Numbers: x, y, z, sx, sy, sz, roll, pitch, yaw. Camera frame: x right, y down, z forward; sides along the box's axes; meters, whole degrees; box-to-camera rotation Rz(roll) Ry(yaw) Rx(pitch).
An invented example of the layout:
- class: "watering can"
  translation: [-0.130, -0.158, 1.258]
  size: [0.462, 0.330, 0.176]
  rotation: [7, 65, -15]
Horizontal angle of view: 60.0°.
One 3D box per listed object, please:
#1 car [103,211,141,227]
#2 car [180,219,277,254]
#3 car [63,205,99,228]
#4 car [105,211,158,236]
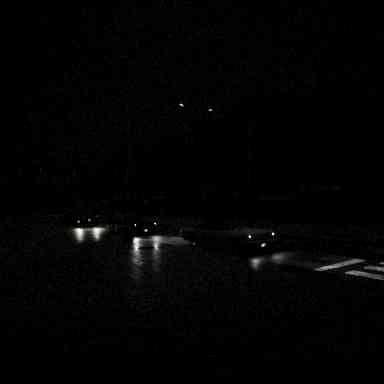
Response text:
- class: "car"
  translation: [-6.785, 2.537, 31.943]
  size: [1.994, 1.385, 4.181]
  rotation: [0, -2, -36]
- class: "car"
  translation: [1.545, 1.921, 15.290]
  size: [1.895, 1.301, 4.718]
  rotation: [0, -2, -38]
- class: "car"
  translation: [-11.034, 2.342, 32.818]
  size: [2.150, 2.045, 5.566]
  rotation: [0, -2, -36]
- class: "car"
  translation: [-4.291, 2.270, 23.420]
  size: [1.895, 1.301, 4.718]
  rotation: [0, -2, -36]
